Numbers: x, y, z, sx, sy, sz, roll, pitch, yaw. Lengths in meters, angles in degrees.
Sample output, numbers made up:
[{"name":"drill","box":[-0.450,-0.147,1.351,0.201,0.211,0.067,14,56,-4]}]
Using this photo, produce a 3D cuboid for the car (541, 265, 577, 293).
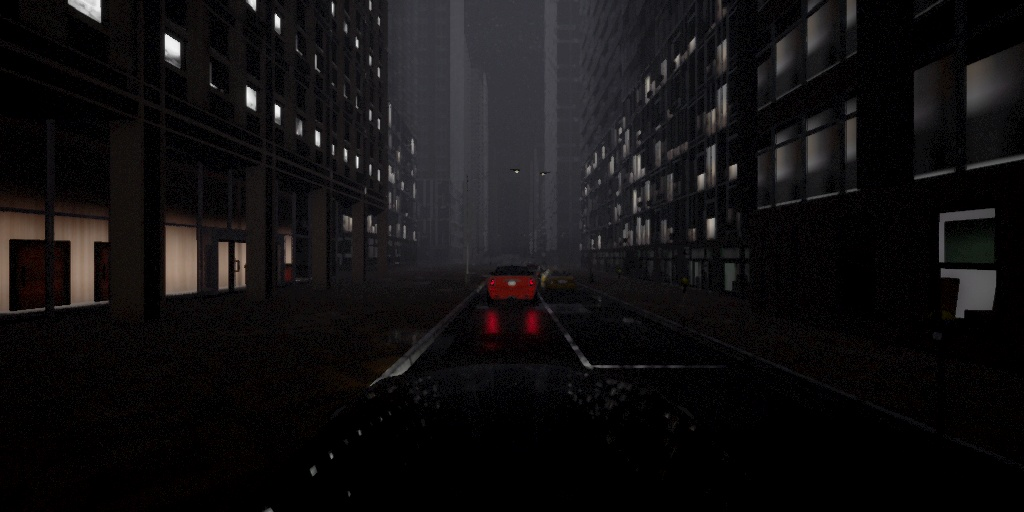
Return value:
[{"name":"car","box":[2.566,1.271,20.533,1.751,1.417,4.829,0,0,0]}]

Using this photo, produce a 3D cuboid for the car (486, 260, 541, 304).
[{"name":"car","box":[0.000,1.113,16.470,2.097,1.767,4.553,0,0,0]}]
